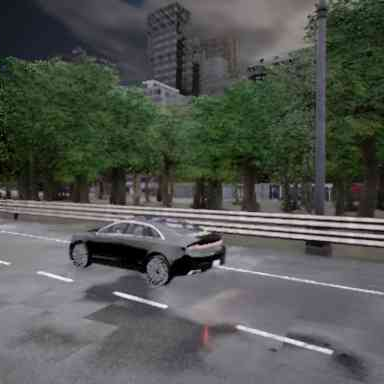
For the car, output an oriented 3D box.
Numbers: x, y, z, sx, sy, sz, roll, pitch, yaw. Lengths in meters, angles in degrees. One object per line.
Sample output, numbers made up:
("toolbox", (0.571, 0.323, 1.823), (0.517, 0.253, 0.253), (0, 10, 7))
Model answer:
("car", (-1.404, 1.423, 9.171), (4.902, 1.511, 2.128), (1, 0, 35))
